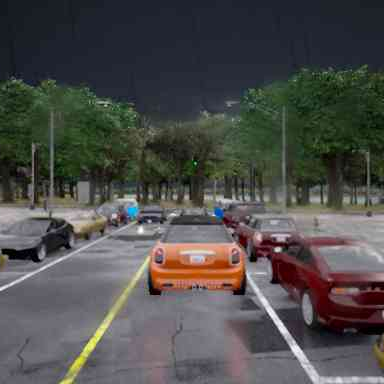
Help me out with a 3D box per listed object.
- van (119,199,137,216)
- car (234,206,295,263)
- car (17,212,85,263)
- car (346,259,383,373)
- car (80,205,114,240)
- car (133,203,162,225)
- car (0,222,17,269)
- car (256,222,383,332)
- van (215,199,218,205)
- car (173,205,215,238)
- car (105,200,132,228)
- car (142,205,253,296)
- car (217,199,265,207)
[{"bbox_3d":[-5.730,1.504,28.618,1.690,1.788,3.998,0,0,0],"label":"van"},{"bbox_3d":[2.776,1.509,12.294,1.967,1.590,4.097,0,0,0],"label":"car"},{"bbox_3d":[-5.750,1.635,12.304,1.947,1.339,4.313,0,0,0],"label":"car"},{"bbox_3d":[2.763,1.535,1.589,1.752,1.417,4.829,0,0,0],"label":"car"},{"bbox_3d":[-5.743,1.625,17.572,1.752,1.417,4.829,0,0,0],"label":"car"},{"bbox_3d":[-2.969,1.695,25.971,2.033,1.411,5.357,0,0,0],"label":"car"},{"bbox_3d":[-5.756,1.563,6.697,1.752,1.417,4.829,0,0,0],"label":"car"},{"bbox_3d":[2.769,1.583,6.857,1.887,1.381,4.507,0,0,0],"label":"car"},{"bbox_3d":[2.789,1.473,23.170,1.690,1.788,3.998,0,0,0],"label":"van"},{"bbox_3d":[0.123,1.602,19.262,2.128,1.511,4.902,0,0,0],"label":"car"},{"bbox_3d":[-5.736,1.572,23.180,1.967,1.590,4.097,0,0,0],"label":"car"},{"bbox_3d":[0.111,1.401,8.920,2.097,1.767,4.553,0,0,0],"label":"car"},{"bbox_3d":[2.782,1.415,17.733,2.192,1.841,5.009,0,0,0],"label":"car"}]
